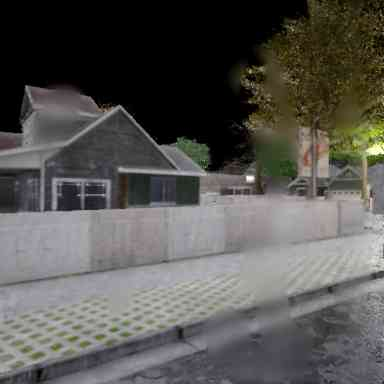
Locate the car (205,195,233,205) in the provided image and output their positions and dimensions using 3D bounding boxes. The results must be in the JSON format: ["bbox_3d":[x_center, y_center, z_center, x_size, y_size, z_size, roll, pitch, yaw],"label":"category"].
[{"bbox_3d":[3.879,1.121,38.592,2.097,1.767,4.553,1,0,-34],"label":"car"}]

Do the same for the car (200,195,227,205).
[{"bbox_3d":[3.592,1.273,56.555,1.882,1.535,5.008,1,0,-34],"label":"car"}]
